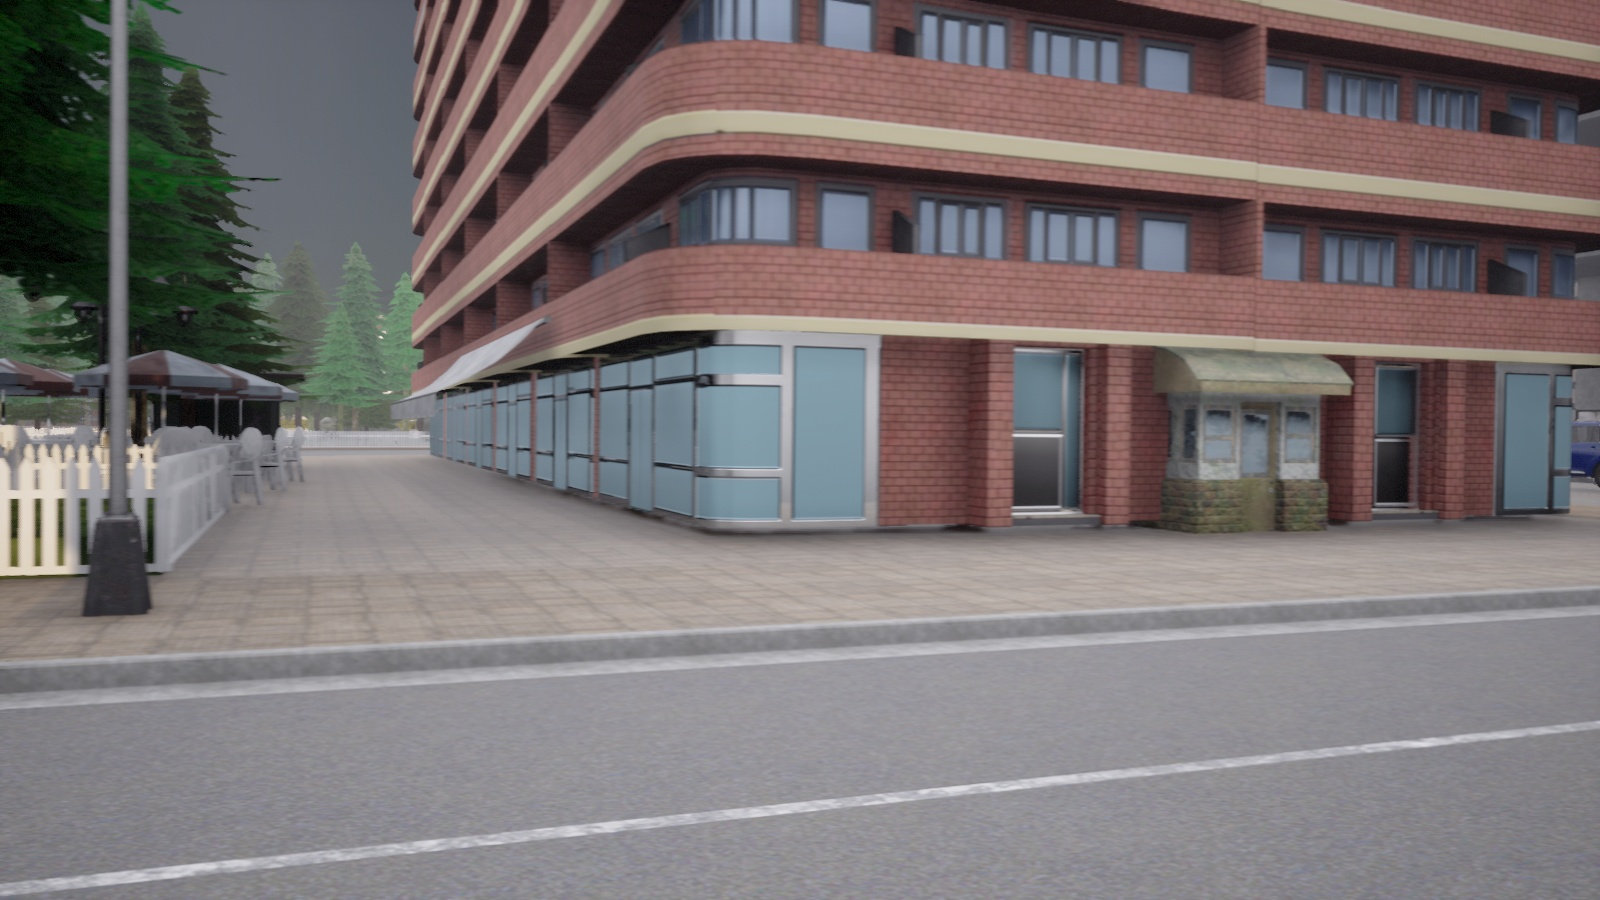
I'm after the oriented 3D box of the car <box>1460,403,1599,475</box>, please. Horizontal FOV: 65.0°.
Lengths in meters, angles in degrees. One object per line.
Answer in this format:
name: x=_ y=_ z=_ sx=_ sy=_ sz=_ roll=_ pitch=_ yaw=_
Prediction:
car: x=22.993 y=-0.340 z=37.366 sx=2.150 sy=2.045 sz=5.566 roll=-1 pitch=1 yaw=-34
